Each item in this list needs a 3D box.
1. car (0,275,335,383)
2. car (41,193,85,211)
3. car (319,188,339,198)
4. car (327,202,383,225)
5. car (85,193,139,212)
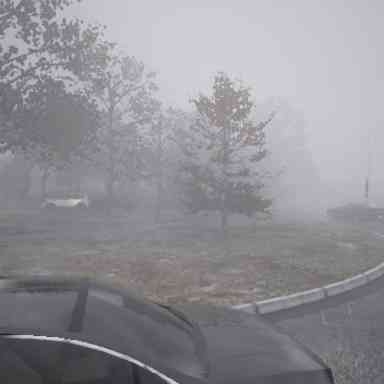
[{"bbox_3d":[-1.200,1.504,2.610,4.892,1.490,1.837,0,1,-14],"label":"car"},{"bbox_3d":[-14.760,1.147,39.204,5.566,2.045,2.150,1,0,-22],"label":"car"},{"bbox_3d":[21.747,0.147,52.640,2.033,1.411,5.357,0,5,37],"label":"car"},{"bbox_3d":[11.766,1.466,23.949,1.882,1.535,5.008,1,0,-10],"label":"car"},{"bbox_3d":[-8.812,1.107,37.770,5.566,2.045,2.150,1,0,-9],"label":"car"}]
